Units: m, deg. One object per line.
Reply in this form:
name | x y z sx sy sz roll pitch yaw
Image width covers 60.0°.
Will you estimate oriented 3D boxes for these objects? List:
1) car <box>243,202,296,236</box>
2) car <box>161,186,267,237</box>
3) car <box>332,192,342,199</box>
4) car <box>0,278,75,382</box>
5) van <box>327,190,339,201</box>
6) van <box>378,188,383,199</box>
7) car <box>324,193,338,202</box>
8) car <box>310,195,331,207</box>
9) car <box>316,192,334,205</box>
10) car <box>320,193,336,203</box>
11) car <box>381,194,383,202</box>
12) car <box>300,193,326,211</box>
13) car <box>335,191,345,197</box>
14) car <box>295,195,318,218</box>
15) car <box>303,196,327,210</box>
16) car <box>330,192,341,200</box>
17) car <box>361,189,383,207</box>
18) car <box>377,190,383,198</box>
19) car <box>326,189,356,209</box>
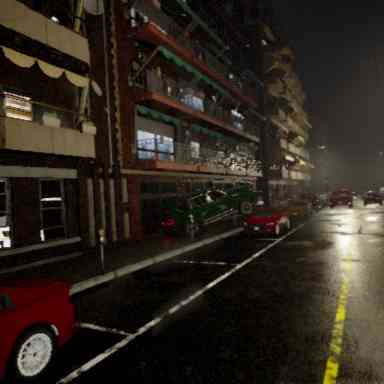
car | 4.155 1.509 18.252 1.887 1.381 4.507 -4 -1 27
car | 0.893 0.805 18.641 5.566 2.045 2.150 -22 7 -16
car | 31.647 0.686 72.467 1.802 1.307 4.206 -4 -1 27
car | -3.341 1.757 3.465 1.887 1.381 4.507 -4 -1 27
van | 26.635 0.595 62.614 1.690 1.788 3.998 -4 -1 27
van | 34.096 0.161 58.824 1.690 1.788 3.998 -4 -1 27
car | 24.147 0.875 57.681 1.887 1.381 4.507 -4 -1 27
car | 16.651 1.113 42.896 2.008 1.369 4.403 -4 -1 27
car | 19.143 0.924 47.825 1.967 1.590 4.097 -4 -1 27
car | 21.650 0.972 52.752 1.947 1.339 4.313 -4 -1 27
car | 8.280 1.035 12.151 2.097 1.767 4.553 -3 -1 30
car | 11.638 1.037 33.041 2.192 1.841 5.009 -4 -1 27
car | 36.645 0.521 82.324 1.947 1.339 4.313 -4 -1 27
car | 9.075 1.330 27.959 1.752 1.417 4.829 -4 -1 27
car | 14.152 1.192 37.967 2.008 1.369 4.403 -4 -1 27
car | 29.148 0.761 67.538 1.802 1.307 4.206 -4 -1 27
car | 20.062 0.824 36.990 1.837 1.490 4.892 -3 -1 27
car | 36.682 0.267 63.900 1.752 1.417 4.829 -4 -1 27
car | 16.445 0.728 36.637 2.150 2.045 5.566 -3 -1 27
